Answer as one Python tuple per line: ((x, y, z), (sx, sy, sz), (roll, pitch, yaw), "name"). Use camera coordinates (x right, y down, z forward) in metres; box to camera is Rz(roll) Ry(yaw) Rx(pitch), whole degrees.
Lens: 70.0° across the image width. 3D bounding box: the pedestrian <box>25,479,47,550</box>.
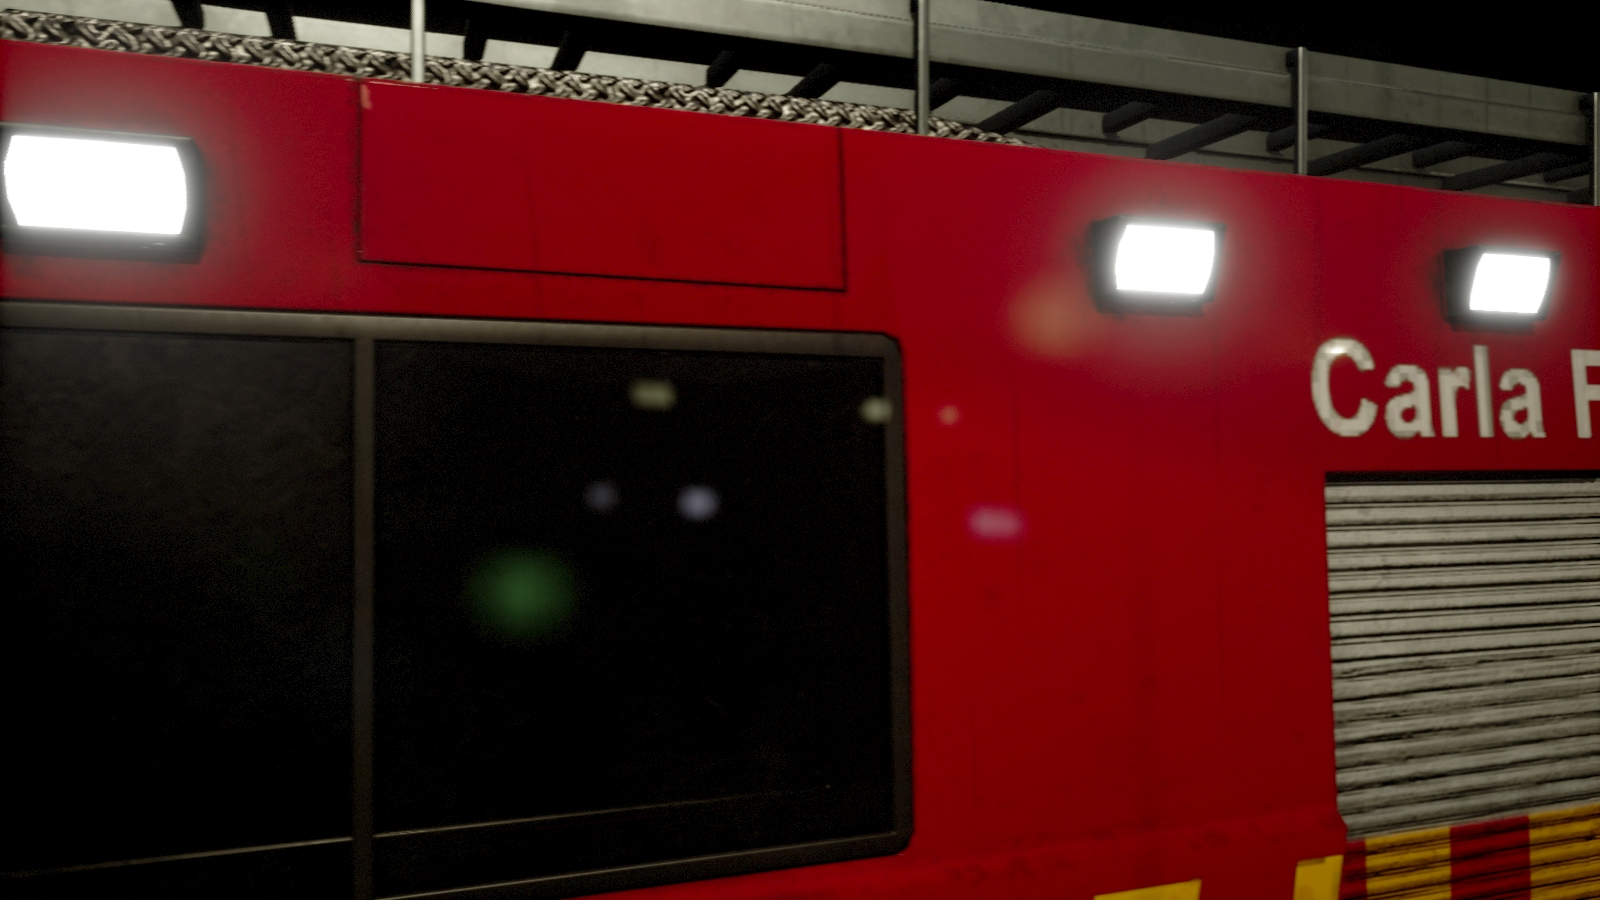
((-20.353, 1.702, 30.443), (0.375, 1.860, 0.375), (0, 0, -12), "pedestrian")
